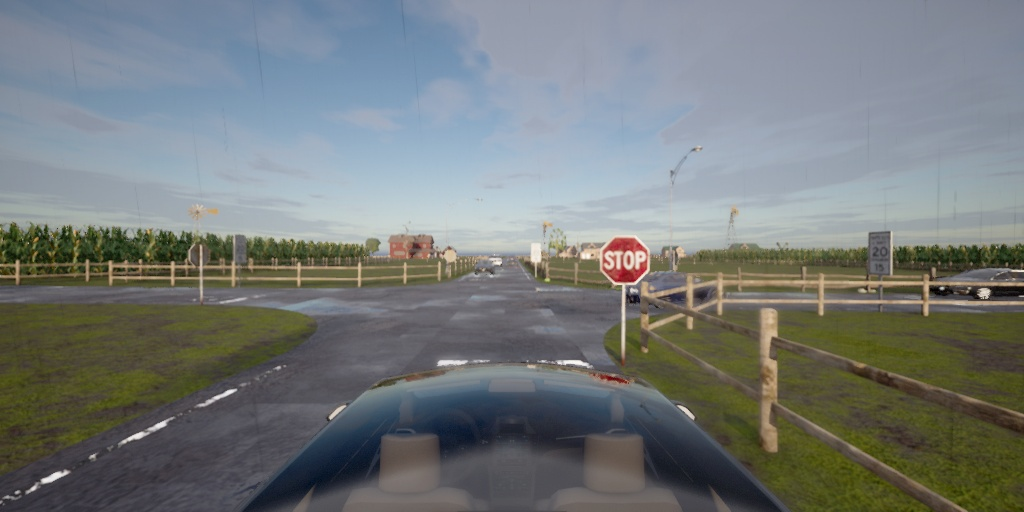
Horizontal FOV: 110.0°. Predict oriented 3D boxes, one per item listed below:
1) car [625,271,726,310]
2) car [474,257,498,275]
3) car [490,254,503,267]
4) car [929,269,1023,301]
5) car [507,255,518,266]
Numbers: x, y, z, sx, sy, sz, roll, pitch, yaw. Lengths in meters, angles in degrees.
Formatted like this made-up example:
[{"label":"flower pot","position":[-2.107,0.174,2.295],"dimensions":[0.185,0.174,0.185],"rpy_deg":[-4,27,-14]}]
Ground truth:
[{"label":"car","position":[6.693,1.337,14.817],"dimensions":[4.181,1.385,1.994],"rpy_deg":[0,0,-20]},{"label":"car","position":[-2.782,1.121,37.008],"dimensions":[1.837,1.490,4.892],"rpy_deg":[0,0,0]},{"label":"car","position":[-2.710,0.758,58.230],"dimensions":[2.150,2.045,5.566],"rpy_deg":[0,0,1]},{"label":"car","position":[24.131,1.404,18.067],"dimensions":[4.892,1.490,1.837],"rpy_deg":[0,0,1]},{"label":"car","position":[0.112,1.009,62.431],"dimensions":[2.128,1.511,4.902],"rpy_deg":[0,0,0]}]
